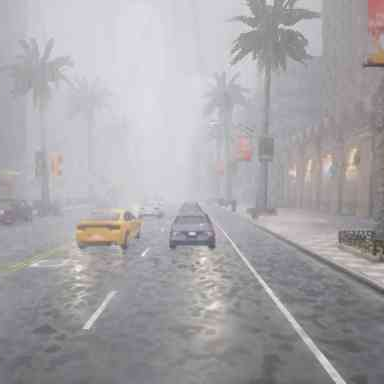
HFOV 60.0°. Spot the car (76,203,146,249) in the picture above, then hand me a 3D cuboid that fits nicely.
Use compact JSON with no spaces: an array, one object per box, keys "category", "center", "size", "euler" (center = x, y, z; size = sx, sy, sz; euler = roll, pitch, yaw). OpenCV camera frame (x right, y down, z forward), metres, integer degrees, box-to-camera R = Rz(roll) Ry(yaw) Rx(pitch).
[{"category":"car","center":[-3.477,1.485,14.641],"size":[1.882,1.535,5.008],"euler":[0,0,0]}]

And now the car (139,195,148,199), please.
[{"category":"car","center":[-11.084,1.475,76.847],"size":[1.812,1.442,4.674],"euler":[0,0,-1]}]

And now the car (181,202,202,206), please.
[{"category":"car","center":[-0.078,1.573,29.707],"size":[1.994,1.385,4.181],"euler":[0,0,-1]}]

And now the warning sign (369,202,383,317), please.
[{"category":"warning sign","center":[3.800,1.115,5.388],"size":[1.300,1.860,1.060],"euler":[0,0,0]}]

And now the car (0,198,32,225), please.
[{"category":"car","center":[-13.619,1.354,24.278],"size":[2.185,1.767,4.553],"euler":[0,0,-1]}]

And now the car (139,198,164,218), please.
[{"category":"car","center":[-3.578,1.534,29.669],"size":[1.812,1.442,4.674],"euler":[0,0,-1]}]

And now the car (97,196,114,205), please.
[{"category":"car","center":[-13.925,1.481,53.652],"size":[2.231,1.521,4.892],"euler":[0,0,-1]}]

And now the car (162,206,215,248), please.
[{"category":"car","center":[0.023,1.564,14.621],"size":[2.033,1.411,5.357],"euler":[0,0,0]}]

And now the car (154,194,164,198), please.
[{"category":"car","center":[-7.584,1.312,76.828],"size":[2.097,1.767,4.553],"euler":[0,0,-1]}]
